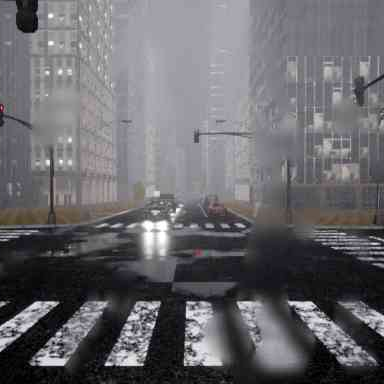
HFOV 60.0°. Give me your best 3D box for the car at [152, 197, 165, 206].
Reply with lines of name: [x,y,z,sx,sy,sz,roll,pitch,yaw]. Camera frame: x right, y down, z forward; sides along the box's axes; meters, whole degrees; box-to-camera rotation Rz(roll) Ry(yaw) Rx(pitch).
car: [-5.426,1.557,54.182,1.802,1.307,4.206,-1,0,0]

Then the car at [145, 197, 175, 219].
car: [-2.908,1.480,28.788,2.128,1.511,4.902,0,0,0]

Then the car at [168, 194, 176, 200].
car: [-5.500,1.383,92.854,1.967,1.590,4.097,-1,0,0]

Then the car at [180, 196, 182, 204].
car: [-2.934,1.579,48.816,1.895,1.301,4.718,0,0,0]

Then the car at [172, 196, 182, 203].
car: [-2.870,1.481,64.318,1.895,1.301,4.718,0,0,0]

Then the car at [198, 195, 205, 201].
car: [2.391,1.473,87.539,1.752,1.417,4.829,-1,0,0]

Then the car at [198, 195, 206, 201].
car: [2.402,1.535,81.844,1.802,1.307,4.206,-1,0,0]

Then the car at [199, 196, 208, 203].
car: [2.422,1.507,70.795,1.887,1.381,4.507,-1,0,0]

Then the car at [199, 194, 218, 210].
car: [2.459,1.297,43.172,2.192,1.841,5.009,-1,0,0]

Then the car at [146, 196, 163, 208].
car: [-5.418,1.418,48.657,1.967,1.590,4.097,-1,0,0]

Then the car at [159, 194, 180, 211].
car: [-2.924,1.205,38.822,2.150,2.045,5.566,0,0,0]

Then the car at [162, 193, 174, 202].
car: [-5.471,1.273,76.280,2.192,1.841,5.009,-1,0,0]

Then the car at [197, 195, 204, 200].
car: [2.381,1.488,92.893,1.887,1.381,4.507,-1,0,0]

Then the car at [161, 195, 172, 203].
car: [-5.459,1.402,70.755,1.967,1.590,4.097,-1,0,0]

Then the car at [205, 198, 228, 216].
car: [2.462,1.569,32.123,1.802,1.307,4.206,-1,0,0]
